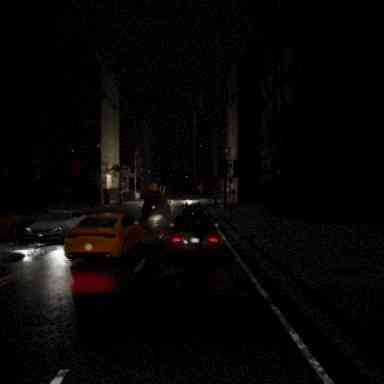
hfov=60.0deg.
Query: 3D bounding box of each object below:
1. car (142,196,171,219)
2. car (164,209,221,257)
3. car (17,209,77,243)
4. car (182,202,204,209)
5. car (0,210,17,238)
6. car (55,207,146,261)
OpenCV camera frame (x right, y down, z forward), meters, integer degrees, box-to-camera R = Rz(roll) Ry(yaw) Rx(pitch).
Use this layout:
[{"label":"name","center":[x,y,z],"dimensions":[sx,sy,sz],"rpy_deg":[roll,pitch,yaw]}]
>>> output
[{"label":"car","center":[-3.155,1.381,30.006],"dimensions":[2.150,2.045,5.566],"rpy_deg":[0,0,0]},{"label":"car","center":[0.095,1.624,13.191],"dimensions":[2.033,1.411,5.357],"rpy_deg":[0,0,0]},{"label":"car","center":[-6.601,1.621,16.832],"dimensions":[1.812,1.442,4.674],"rpy_deg":[0,0,0]},{"label":"car","center":[0.093,1.657,31.197],"dimensions":[2.128,1.511,4.902],"rpy_deg":[0,0,0]},{"label":"car","center":[-9.852,1.566,15.395],"dimensions":[1.882,1.535,5.008],"rpy_deg":[0,0,0]},{"label":"car","center":[-3.161,1.551,12.655],"dimensions":[1.882,1.535,5.008],"rpy_deg":[0,0,0]}]
